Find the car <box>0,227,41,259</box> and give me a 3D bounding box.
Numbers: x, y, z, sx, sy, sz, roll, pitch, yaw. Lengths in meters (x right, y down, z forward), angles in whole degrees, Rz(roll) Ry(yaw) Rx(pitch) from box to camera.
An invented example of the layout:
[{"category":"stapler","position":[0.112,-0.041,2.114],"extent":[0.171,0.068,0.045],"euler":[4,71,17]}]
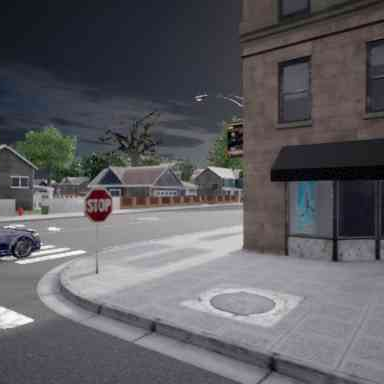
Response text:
[{"category":"car","position":[-7.166,1.550,10.696],"extent":[1.994,1.385,4.181],"euler":[0,0,36]}]
